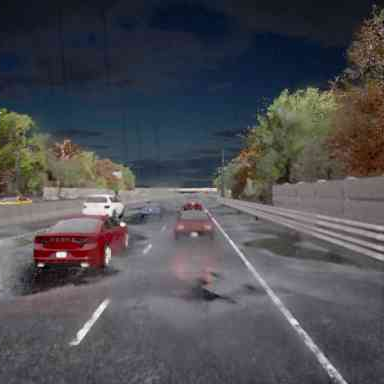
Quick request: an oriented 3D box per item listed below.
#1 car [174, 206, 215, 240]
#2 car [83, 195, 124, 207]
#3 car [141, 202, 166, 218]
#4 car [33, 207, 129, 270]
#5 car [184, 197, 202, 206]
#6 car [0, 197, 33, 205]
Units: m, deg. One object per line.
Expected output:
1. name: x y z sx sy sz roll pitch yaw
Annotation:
1. car: 0.111 1.604 16.959 1.895 1.301 4.718 0 0 0
2. car: -6.882 1.232 26.307 2.150 2.045 5.566 0 0 0
3. car: -3.382 1.561 29.814 2.033 1.411 5.357 0 0 0
4. car: -3.391 1.478 11.110 1.882 1.535 5.008 0 0 0
5. car: 0.118 1.374 39.276 2.097 1.767 4.553 0 0 0
6. car: -17.483 1.212 32.607 1.882 1.535 5.008 0 0 0
